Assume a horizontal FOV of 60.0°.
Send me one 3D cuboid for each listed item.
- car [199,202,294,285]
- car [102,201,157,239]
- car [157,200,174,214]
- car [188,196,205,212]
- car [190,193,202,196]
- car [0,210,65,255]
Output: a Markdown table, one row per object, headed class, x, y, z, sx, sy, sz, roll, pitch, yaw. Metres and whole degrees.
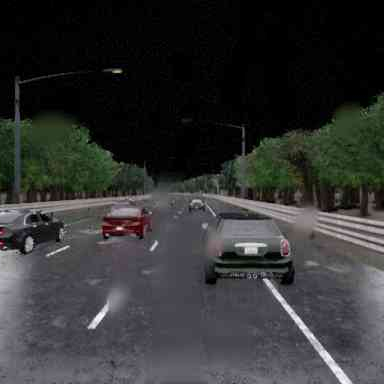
| class | x | y | z | sx | sy | sz | roll | pitch | yaw |
| --- | --- | --- | --- | --- | --- | --- | --- | --- | --- |
| car | 1.365 | 1.343 | 9.656 | 2.097 | 1.767 | 4.553 | 0 | 0 | 1 |
| car | -3.165 | 1.462 | 17.151 | 1.882 | 1.535 | 5.008 | 0 | 0 | 1 |
| car | -2.944 | 1.533 | 34.564 | 1.994 | 1.385 | 4.181 | 0 | 0 | 1 |
| car | 0.587 | 1.492 | 38.637 | 1.812 | 1.442 | 4.674 | 0 | 0 | 2 |
| car | 0.637 | 1.182 | 48.770 | 2.150 | 2.045 | 5.566 | 0 | 0 | 1 |
| car | -6.713 | 1.493 | 13.309 | 1.837 | 1.490 | 4.892 | 0 | 0 | 1 |
